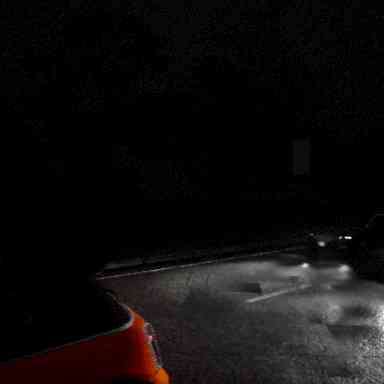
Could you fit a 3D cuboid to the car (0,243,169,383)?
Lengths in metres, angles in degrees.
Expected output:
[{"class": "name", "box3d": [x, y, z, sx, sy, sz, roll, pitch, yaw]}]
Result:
[{"class": "car", "box3d": [-2.454, 1.353, 2.239, 4.553, 1.767, 2.097, 0, 0, -35]}]

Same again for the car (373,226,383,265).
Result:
[{"class": "car", "box3d": [7.120, 1.614, 8.976, 4.718, 1.301, 1.895, 0, 0, -35]}]

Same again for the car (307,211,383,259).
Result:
[{"class": "car", "box3d": [6.413, 1.510, 12.748, 4.902, 1.511, 2.128, 0, 0, -35]}]
